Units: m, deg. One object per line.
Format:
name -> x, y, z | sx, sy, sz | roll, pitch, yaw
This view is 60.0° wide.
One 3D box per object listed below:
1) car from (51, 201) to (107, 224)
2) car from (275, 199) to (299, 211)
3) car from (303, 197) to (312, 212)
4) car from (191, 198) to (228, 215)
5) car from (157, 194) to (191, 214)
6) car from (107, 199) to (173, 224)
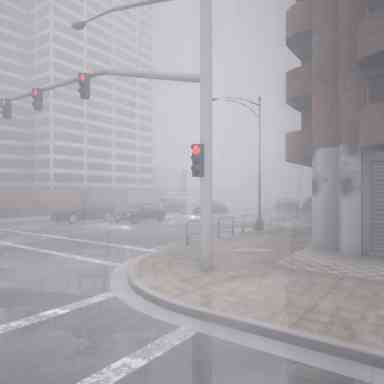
car -> -8.141, 1.478, 25.206 | 1.882, 1.535, 5.008 | 0, 0, 35
car -> 11.620, 1.526, 40.716 | 1.812, 1.442, 4.674 | 0, 0, 35
car -> 14.500, 1.352, 38.698 | 2.097, 1.767, 4.553 | 0, 0, 35
car -> 1.855, 1.564, 33.247 | 1.994, 1.385, 4.181 | 0, 0, 36
car -> -2.566, 1.352, 33.074 | 2.097, 1.767, 4.553 | 0, 0, 35
car -> -3.840, 1.526, 25.193 | 1.812, 1.442, 4.674 | 0, 0, 35
